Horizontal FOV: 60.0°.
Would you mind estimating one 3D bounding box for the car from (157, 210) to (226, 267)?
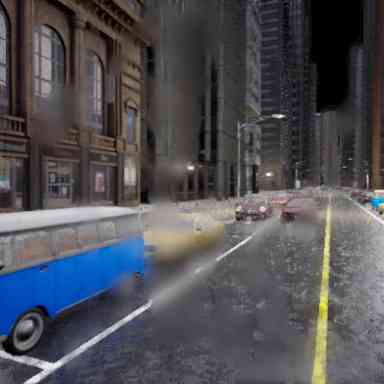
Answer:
[{"bbox_3d":[-0.276,1.281,10.687,1.752,1.417,4.829,1,1,23],"label":"car"}]

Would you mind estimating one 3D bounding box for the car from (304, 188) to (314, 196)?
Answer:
[{"bbox_3d":[25.649,-0.027,72.694,1.752,1.417,4.829,1,1,23],"label":"car"}]

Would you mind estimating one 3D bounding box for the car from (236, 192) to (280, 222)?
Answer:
[{"bbox_3d":[4.111,0.972,21.177,1.967,1.590,4.097,1,1,23],"label":"car"}]

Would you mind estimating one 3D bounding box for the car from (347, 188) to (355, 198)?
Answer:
[{"bbox_3d":[29.266,0.294,59.246,1.887,1.381,4.507,1,1,23],"label":"car"}]

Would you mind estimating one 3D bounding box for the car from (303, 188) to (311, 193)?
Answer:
[{"bbox_3d":[17.073,0.428,52.182,2.008,1.369,4.403,1,1,23],"label":"car"}]

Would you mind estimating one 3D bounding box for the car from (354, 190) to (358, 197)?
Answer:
[{"bbox_3d":[22.784,0.656,43.744,1.802,1.307,4.206,1,1,23],"label":"car"}]

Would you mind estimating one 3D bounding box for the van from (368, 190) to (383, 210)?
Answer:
[{"bbox_3d":[16.304,0.742,28.236,1.690,1.788,3.998,1,1,23],"label":"van"}]

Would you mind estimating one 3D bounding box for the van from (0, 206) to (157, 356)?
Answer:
[{"bbox_3d":[-2.369,1.204,5.672,1.690,1.788,3.998,1,1,23],"label":"van"}]

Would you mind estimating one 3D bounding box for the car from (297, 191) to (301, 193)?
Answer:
[{"bbox_3d":[10.591,0.785,36.681,1.802,1.307,4.206,1,1,23],"label":"car"}]

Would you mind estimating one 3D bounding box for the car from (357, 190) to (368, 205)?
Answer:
[{"bbox_3d":[20.624,0.765,38.577,1.802,1.307,4.206,1,1,23],"label":"car"}]

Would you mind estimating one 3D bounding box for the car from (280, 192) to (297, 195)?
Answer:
[{"bbox_3d":[8.432,0.753,31.511,1.967,1.590,4.097,1,1,23],"label":"car"}]

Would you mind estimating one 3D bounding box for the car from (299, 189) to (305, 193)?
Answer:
[{"bbox_3d":[12.752,0.660,41.848,1.947,1.339,4.313,1,1,23],"label":"car"}]

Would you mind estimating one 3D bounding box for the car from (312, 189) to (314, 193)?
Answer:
[{"bbox_3d":[21.393,0.205,62.517,1.887,1.381,4.507,1,1,23],"label":"car"}]

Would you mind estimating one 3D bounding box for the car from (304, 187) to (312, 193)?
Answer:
[{"bbox_3d":[19.168,0.297,57.192,1.752,1.417,4.829,1,1,23],"label":"car"}]

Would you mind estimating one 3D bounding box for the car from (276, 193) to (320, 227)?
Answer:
[{"bbox_3d":[6.476,1.048,19.678,1.882,1.535,5.008,1,1,23],"label":"car"}]

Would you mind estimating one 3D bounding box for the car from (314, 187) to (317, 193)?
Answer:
[{"bbox_3d":[23.555,-0.132,67.679,2.192,1.841,5.009,1,1,23],"label":"car"}]

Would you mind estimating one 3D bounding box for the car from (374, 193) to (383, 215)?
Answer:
[{"bbox_3d":[14.208,1.033,23.229,1.752,1.417,4.829,1,1,23],"label":"car"}]
